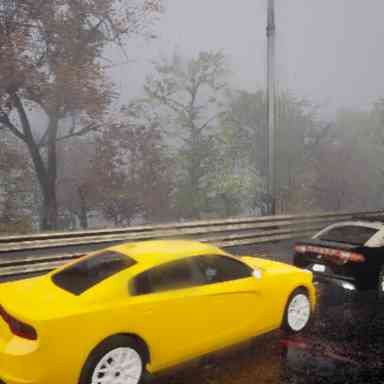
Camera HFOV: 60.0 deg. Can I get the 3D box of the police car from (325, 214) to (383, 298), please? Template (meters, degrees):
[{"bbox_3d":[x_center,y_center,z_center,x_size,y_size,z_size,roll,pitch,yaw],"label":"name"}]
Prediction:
[{"bbox_3d":[4.815,1.412,8.615,5.238,1.638,1.930,0,0,-36],"label":"police car"}]

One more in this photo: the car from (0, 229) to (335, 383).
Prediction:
[{"bbox_3d":[-0.151,1.480,5.051,5.008,1.535,1.882,0,0,-36],"label":"car"}]
